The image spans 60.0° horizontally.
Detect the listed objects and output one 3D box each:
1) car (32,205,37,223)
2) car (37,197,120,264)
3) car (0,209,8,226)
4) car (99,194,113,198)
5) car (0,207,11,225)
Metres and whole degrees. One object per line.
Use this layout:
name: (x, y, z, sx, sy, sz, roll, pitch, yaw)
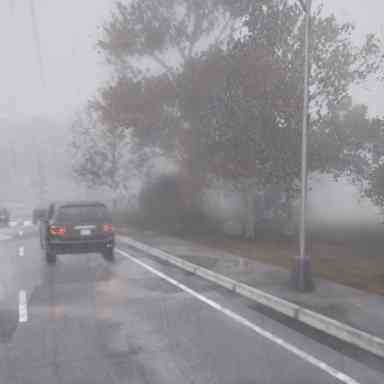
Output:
car: (-12.088, 1.678, 27.482, 1.882, 1.535, 5.008, 0, 0, -26)
car: (-4.528, 1.349, 12.737, 2.150, 2.045, 5.566, 0, 0, -27)
car: (-8.055, 1.604, 11.954, 2.128, 1.511, 4.902, 0, -1, -27)
car: (-20.588, 1.292, 79.672, 5.357, 1.411, 2.033, 2, 1, 39)
car: (-14.773, 1.779, 25.049, 1.895, 1.301, 4.718, 0, 0, -26)
